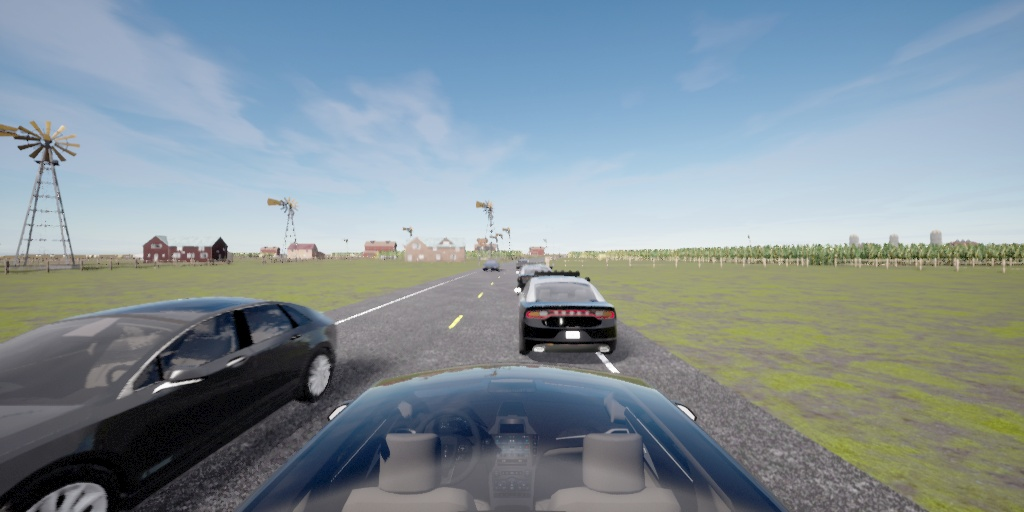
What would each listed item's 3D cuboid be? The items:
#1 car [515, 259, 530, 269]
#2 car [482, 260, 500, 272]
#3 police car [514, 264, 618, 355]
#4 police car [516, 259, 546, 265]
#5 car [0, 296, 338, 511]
[{"bbox_3d":[1.607,1.163,53.957,2.128,1.511,4.902,0,0,4],"label":"car"},{"bbox_3d":[-2.535,1.238,44.819,2.033,1.411,5.357,0,0,3],"label":"car"},{"bbox_3d":[1.086,1.169,8.850,1.930,1.638,5.238,0,0,1],"label":"police car"},{"bbox_3d":[1.230,1.158,18.819,1.930,1.638,5.238,0,0,1],"label":"police car"},{"bbox_3d":[-3.578,1.253,3.591,1.837,1.490,4.892,0,0,0],"label":"car"}]
